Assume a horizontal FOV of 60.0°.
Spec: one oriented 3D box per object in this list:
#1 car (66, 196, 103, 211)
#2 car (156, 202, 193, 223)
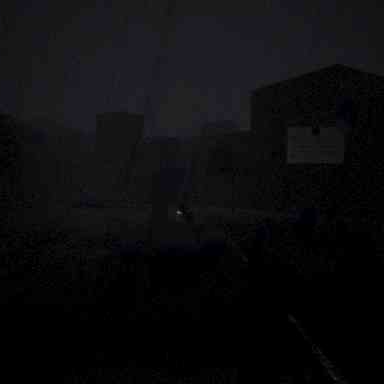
[{"bbox_3d":[-12.350,1.243,38.040,5.008,1.535,1.882,-1,2,33],"label":"car"},{"bbox_3d":[-1.329,1.368,23.860,1.994,1.385,4.181,-1,1,-14],"label":"car"}]
